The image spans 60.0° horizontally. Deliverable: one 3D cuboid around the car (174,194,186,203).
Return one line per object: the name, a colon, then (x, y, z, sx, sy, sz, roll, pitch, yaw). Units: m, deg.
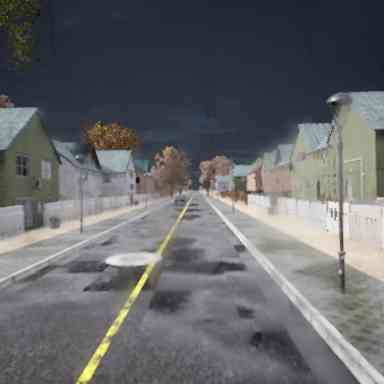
car: (-1.869, 1.071, 55.282, 2.033, 1.411, 5.357, -1, 1, 1)
